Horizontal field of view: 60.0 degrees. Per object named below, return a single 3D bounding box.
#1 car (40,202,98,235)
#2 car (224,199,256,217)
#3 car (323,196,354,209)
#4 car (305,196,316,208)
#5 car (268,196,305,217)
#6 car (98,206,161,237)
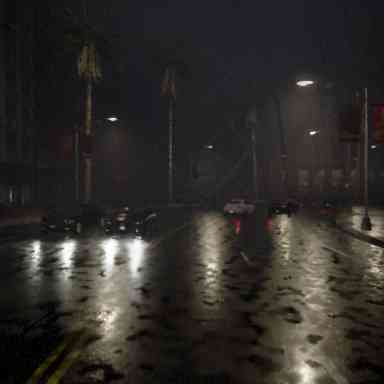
[{"bbox_3d":[-6.366,1.358,18.332,1.882,1.535,5.008,0,0,7],"label":"car"},{"bbox_3d":[4.180,1.337,28.866,1.812,1.442,4.674,0,1,26],"label":"car"},{"bbox_3d":[17.927,1.240,40.729,4.892,1.490,1.837,-1,0,-38],"label":"car"},{"bbox_3d":[13.727,1.205,41.771,5.008,1.535,1.882,0,0,-43],"label":"car"},{"bbox_3d":[7.971,1.305,28.665,2.128,1.511,4.902,0,0,28],"label":"car"},{"bbox_3d":[-2.944,1.452,17.241,1.994,1.385,4.181,0,0,8],"label":"car"}]
